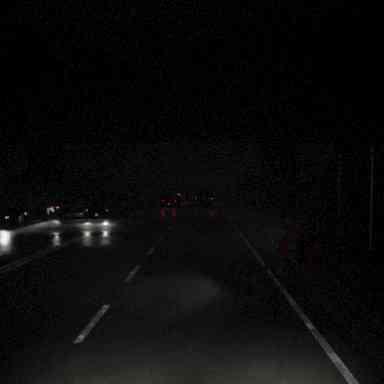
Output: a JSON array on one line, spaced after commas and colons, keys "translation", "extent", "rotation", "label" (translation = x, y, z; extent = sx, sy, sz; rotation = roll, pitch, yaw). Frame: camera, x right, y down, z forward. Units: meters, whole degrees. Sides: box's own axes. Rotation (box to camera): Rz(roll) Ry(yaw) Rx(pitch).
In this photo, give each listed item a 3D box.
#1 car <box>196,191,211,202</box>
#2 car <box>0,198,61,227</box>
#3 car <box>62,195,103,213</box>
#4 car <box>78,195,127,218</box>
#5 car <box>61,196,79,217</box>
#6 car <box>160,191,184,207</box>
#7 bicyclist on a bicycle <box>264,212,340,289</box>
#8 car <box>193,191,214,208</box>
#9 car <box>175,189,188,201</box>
[{"translation": [1.710, 0.571, 47.695], "extent": [2.033, 1.411, 5.357], "rotation": [0, 1, 3], "label": "car"}, {"translation": [-9.962, 1.134, 19.404], "extent": [2.033, 1.411, 5.357], "rotation": [0, 1, 2], "label": "car"}, {"translation": [-9.568, 0.983, 29.442], "extent": [1.895, 1.301, 4.718], "rotation": [0, 1, 2], "label": "car"}, {"translation": [-6.182, 1.048, 24.470], "extent": [2.033, 1.411, 5.357], "rotation": [0, 1, 2], "label": "car"}, {"translation": [-9.681, 1.095, 24.567], "extent": [1.895, 1.301, 4.718], "rotation": [0, 1, 2], "label": "car"}, {"translation": [-2.184, 0.869, 35.526], "extent": [1.895, 1.301, 4.718], "rotation": [0, 1, 2], "label": "car"}, {"translation": [2.301, 1.225, 7.157], "extent": [1.656, 1.620, 0.582], "rotation": [-9, 1, 2], "label": "bicyclist on a bicycle"}, {"translation": [1.256, 0.641, 34.714], "extent": [2.097, 1.767, 4.553], "rotation": [0, 1, 2], "label": "car"}, {"translation": [-1.728, 0.359, 48.356], "extent": [2.097, 1.767, 4.553], "rotation": [0, 1, 2], "label": "car"}]
